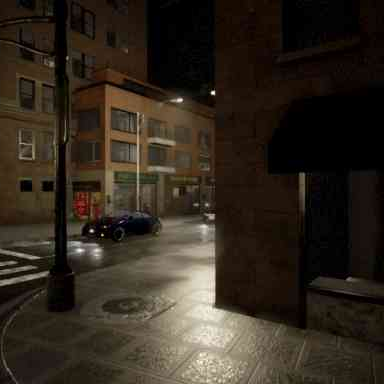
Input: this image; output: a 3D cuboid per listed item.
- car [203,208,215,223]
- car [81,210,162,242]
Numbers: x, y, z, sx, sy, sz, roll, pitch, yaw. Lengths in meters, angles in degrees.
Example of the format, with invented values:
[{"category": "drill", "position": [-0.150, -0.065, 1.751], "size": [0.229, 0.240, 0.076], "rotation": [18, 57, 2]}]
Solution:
[{"category": "car", "position": [2.683, 1.581, 25.265], "size": [1.812, 1.442, 4.674], "rotation": [0, 0, 35]}, {"category": "car", "position": [-3.400, 1.594, 16.726], "size": [1.994, 1.385, 4.181], "rotation": [0, 0, 35]}]
